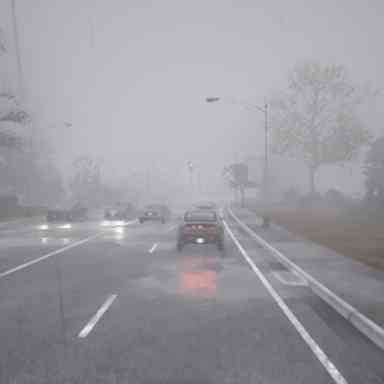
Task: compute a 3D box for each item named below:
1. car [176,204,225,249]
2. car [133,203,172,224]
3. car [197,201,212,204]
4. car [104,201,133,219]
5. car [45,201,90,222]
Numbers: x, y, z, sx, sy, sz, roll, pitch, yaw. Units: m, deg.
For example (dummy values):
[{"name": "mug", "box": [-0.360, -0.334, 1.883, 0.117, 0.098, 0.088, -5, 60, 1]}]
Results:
[{"name": "car", "box": [0.371, 1.517, 14.566, 1.837, 1.490, 4.892, 0, 0, 2]}, {"name": "car", "box": [-2.699, 1.564, 25.114, 2.033, 1.411, 5.357, 0, 0, 3]}, {"name": "car", "box": [1.136, 1.550, 30.581, 1.812, 1.442, 4.674, 0, 0, 4]}, {"name": "car", "box": [-6.165, 1.509, 29.044, 2.128, 1.511, 4.902, 0, 0, 4]}, {"name": "car", "box": [-9.815, 1.490, 26.559, 1.882, 1.535, 5.008, 0, 0, 3]}]
